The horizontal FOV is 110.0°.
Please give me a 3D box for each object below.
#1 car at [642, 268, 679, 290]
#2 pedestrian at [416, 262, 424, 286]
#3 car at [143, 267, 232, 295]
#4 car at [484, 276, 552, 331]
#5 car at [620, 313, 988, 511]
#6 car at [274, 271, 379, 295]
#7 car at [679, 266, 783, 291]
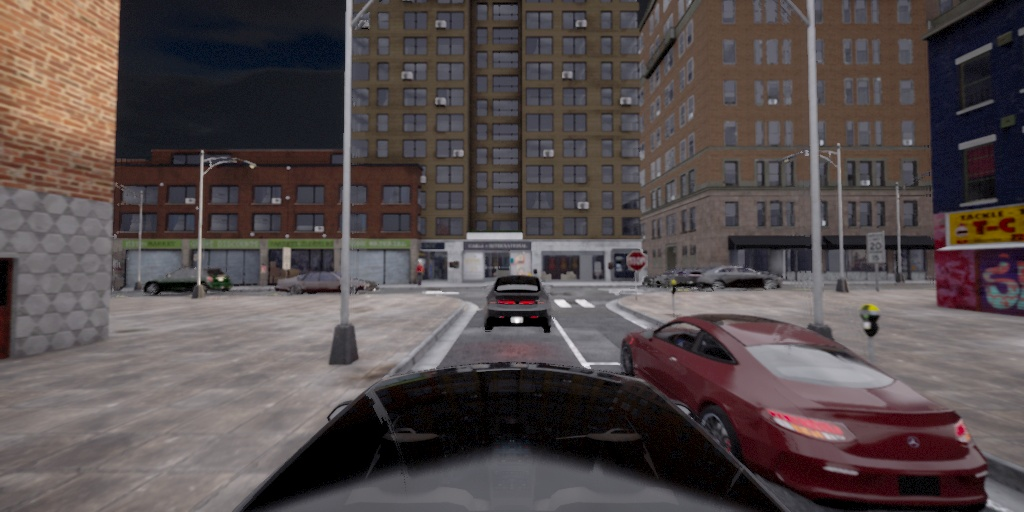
[{"bbox_3d":[11.433,1.444,23.493,5.357,1.411,2.033,-1,-2,0],"label":"car"},{"bbox_3d":[-6.816,1.299,26.491,0.375,1.860,0.375,0,-1,0],"label":"pedestrian"},{"bbox_3d":[-21.299,1.603,23.636,4.553,1.767,2.097,-1,-2,0],"label":"car"},{"bbox_3d":[0.199,1.359,11.346,1.837,1.490,4.892,0,0,2],"label":"car"},{"bbox_3d":[2.639,1.361,4.397,1.802,1.307,4.207,0,0,0],"label":"car"},{"bbox_3d":[-10.559,1.572,20.638,5.357,1.411,2.033,0,-2,0],"label":"car"},{"bbox_3d":[12.688,1.290,20.538,4.902,1.511,2.128,0,-2,0],"label":"car"}]
